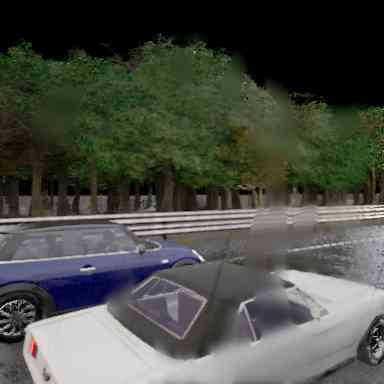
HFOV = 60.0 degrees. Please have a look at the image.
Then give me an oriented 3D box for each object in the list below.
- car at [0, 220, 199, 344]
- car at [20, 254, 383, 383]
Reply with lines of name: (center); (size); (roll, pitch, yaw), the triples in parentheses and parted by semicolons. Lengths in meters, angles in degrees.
car: (-1.856, 1.350, 6.657); (4.553, 1.767, 2.097); (0, 0, -35)
car: (0.648, 1.606, 4.156); (4.718, 1.301, 1.895); (0, 0, -35)
